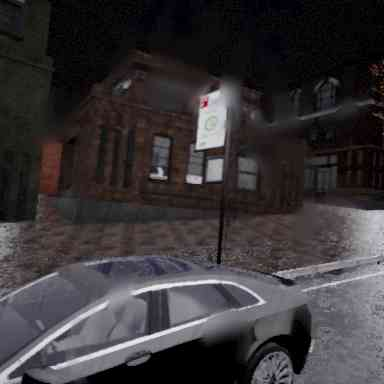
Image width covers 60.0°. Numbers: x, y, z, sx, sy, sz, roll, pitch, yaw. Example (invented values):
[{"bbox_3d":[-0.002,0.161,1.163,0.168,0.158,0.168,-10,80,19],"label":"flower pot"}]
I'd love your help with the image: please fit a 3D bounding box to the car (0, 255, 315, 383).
[{"bbox_3d":[-0.864,1.485,3.249,4.902,1.511,2.128,0,0,-34],"label":"car"}]
